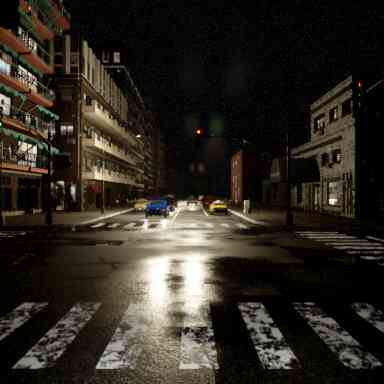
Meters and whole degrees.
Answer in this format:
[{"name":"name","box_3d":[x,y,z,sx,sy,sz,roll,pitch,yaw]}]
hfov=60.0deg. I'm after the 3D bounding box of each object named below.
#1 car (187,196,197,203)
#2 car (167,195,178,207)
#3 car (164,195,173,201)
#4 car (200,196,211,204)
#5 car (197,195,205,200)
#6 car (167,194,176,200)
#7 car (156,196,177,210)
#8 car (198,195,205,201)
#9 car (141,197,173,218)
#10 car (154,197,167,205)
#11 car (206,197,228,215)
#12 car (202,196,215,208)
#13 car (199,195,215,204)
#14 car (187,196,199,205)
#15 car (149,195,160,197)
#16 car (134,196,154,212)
[{"name":"car","box_3d":[-0.026,1.613,70.617,2.033,1.411,5.357,0,0,0]},{"name":"car","box_3d":[-3.126,1.541,50.008,1.837,1.490,4.892,0,0,0]},{"name":"car","box_3d":[-5.774,1.534,83.645,1.967,1.590,4.097,0,0,0]},{"name":"car","box_3d":[2.624,1.613,67.037,2.008,1.369,4.403,0,0,0]},{"name":"car","box_3d":[2.594,1.670,94.733,2.008,1.369,4.403,0,0,0]},{"name":"car","box_3d":[-5.785,1.434,94.725,2.192,1.841,5.009,0,0,0]},{"name":"car","box_3d":[-3.123,1.550,39.940,1.812,1.442,4.674,0,0,0]},{"name":"car","box_3d":[2.600,1.632,89.364,1.752,1.417,4.829,0,0,0]},{"name":"car","box_3d":[-3.131,1.494,30.662,1.882,1.535,5.008,0,0,0]},{"name":"car","box_3d":[-5.751,1.603,61.488,2.008,1.369,4.403,0,0,0]},{"name":"car","box_3d":[2.658,1.544,33.972,1.752,1.417,4.829,0,0,0]},{"name":"car","box_3d":[2.647,1.612,44.880,1.802,1.307,4.206,0,0,0]},{"name":"car","box_3d":[2.642,1.351,50.420,2.192,1.841,5.009,0,0,0]},{"name":"car","box_3d":[0.036,1.652,60.408,1.895,1.301,4.718,0,0,0]},{"name":"car","box_3d":[-5.739,1.351,50.410,2.192,1.841,5.009,0,0,0]},{"name":"car","box_3d":[-5.728,1.549,39.161,1.752,1.417,4.829,0,0,0]}]
